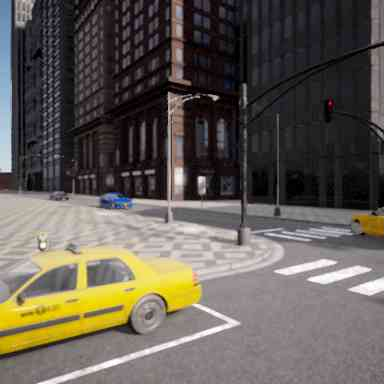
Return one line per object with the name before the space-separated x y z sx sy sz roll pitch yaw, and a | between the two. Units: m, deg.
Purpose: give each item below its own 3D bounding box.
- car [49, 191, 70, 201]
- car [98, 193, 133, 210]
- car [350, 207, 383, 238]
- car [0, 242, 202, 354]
car | -19.864 0.572 49.598 2.033 1.411 5.357 0 1 -36
car | -7.519 0.867 32.455 1.882 1.535 5.008 0 1 -36
car | 8.699 1.318 13.926 1.882 1.535 5.008 2 1 -5
car | -2.098 1.520 5.153 4.829 1.417 1.752 0 0 -36
